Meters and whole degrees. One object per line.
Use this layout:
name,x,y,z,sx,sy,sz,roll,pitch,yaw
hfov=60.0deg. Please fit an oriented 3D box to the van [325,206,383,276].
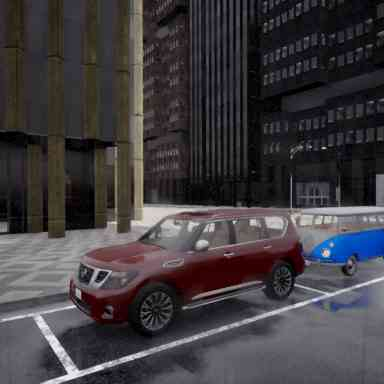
van,4.712,1.341,10.023,3.998,1.788,1.690,0,0,-36

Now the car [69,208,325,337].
car,0.216,1.315,6.813,5.009,1.841,2.192,0,0,-36
